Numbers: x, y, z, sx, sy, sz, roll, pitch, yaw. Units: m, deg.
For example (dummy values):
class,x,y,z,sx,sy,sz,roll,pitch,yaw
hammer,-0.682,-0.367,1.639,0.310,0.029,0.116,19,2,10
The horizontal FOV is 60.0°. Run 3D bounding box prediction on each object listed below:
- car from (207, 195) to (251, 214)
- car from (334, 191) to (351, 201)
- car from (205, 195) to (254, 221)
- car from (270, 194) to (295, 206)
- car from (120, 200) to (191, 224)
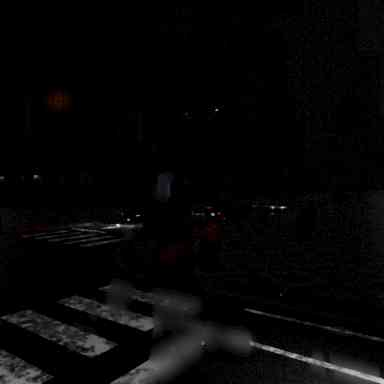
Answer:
class,x,y,z,sx,sy,sz,roll,pitch,yaw
car,3.515,1.106,30.642,1.837,1.490,4.892,0,1,36
car,25.026,0.661,55.251,1.882,1.535,5.008,0,1,36
car,2.823,1.196,24.207,1.837,1.490,4.892,0,1,36
car,11.403,0.985,41.656,1.994,1.385,4.181,0,1,36
car,-2.259,1.283,22.504,2.033,1.411,5.357,0,1,38
